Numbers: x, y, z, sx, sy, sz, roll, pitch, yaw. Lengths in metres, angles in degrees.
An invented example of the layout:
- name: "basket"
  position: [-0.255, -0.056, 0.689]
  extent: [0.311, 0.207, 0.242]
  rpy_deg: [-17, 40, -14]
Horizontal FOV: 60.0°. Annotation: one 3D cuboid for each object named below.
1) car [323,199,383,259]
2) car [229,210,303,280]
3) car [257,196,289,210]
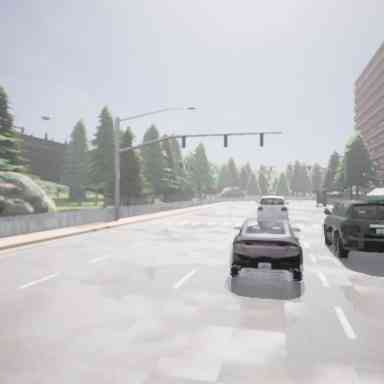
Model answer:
- name: "car"
  position: [6.468, 1.297, 12.759]
  extent: [2.150, 2.045, 5.566]
  rpy_deg: [0, 0, 14]
- name: "car"
  position: [2.279, 1.537, 10.214]
  extent: [2.128, 1.511, 4.902]
  rpy_deg: [0, 0, 13]
- name: "car"
  position: [6.065, 1.333, 24.990]
  extent: [2.150, 2.045, 5.566]
  rpy_deg: [0, 0, 15]
